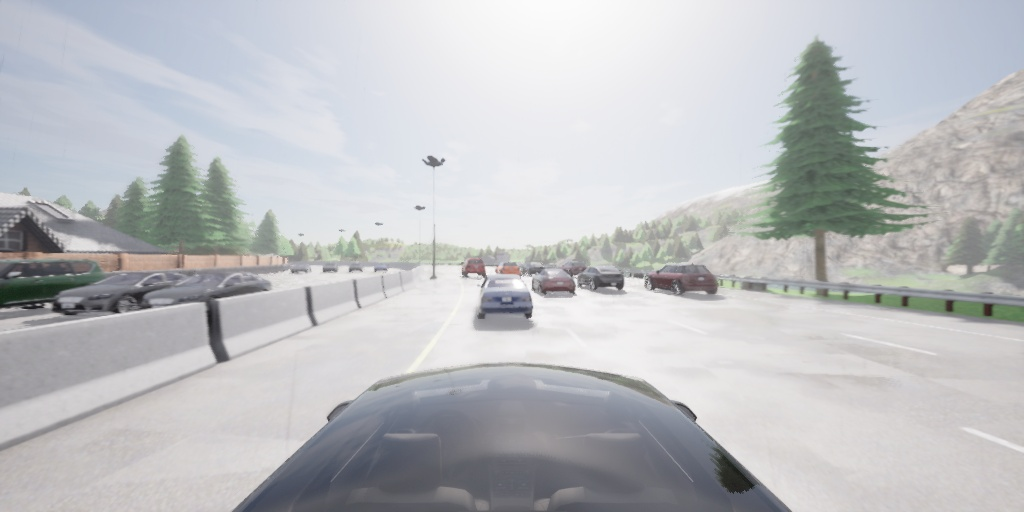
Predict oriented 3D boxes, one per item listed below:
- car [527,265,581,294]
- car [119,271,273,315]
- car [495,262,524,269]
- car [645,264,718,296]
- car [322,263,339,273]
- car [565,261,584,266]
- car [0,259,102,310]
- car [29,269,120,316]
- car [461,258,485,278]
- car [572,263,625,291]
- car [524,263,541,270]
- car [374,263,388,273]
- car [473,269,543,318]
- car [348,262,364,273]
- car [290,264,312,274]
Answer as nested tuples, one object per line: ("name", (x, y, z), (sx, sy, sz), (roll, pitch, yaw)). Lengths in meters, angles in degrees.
("car", (2.374, 1.458, 21.368), (1.994, 1.385, 4.181), (0, 0, -6))
("car", (-11.133, 1.364, 13.548), (2.128, 1.511, 4.902), (0, 0, -5))
("car", (-0.534, 1.385, 38.464), (2.097, 1.767, 4.553), (0, -1, -12))
("car", (9.494, 1.218, 20.514), (2.097, 1.767, 4.553), (0, -1, -6))
("car", (-26.879, 1.727, 53.308), (1.837, 1.490, 4.892), (0, 0, -20))
("car", (6.577, 1.367, 38.728), (2.097, 1.767, 4.553), (0, -1, -12))
("car", (-18.067, 1.109, 12.896), (2.150, 2.045, 5.566), (0, 0, -5))
("car", (-14.685, 1.379, 14.135), (2.128, 1.511, 4.902), (0, 0, -5))
("car", (-4.308, 1.277, 39.623), (2.150, 2.045, 5.566), (0, 0, -13))
("car", (5.665, 1.407, 23.430), (1.837, 1.490, 4.892), (0, 0, -7))
("car", (2.374, 1.556, 41.565), (1.837, 1.490, 4.892), (0, 0, -13))
("car", (-19.918, 1.739, 54.606), (1.812, 1.442, 4.674), (0, 0, -19))
("car", (-0.340, 1.389, 13.436), (2.033, 1.411, 5.357), (0, 0, -4))
("car", (-23.400, 1.721, 53.935), (1.837, 1.490, 4.892), (0, -1, -19))
("car", (-29.547, 1.772, 50.345), (1.994, 1.385, 4.181), (0, 0, -19))
